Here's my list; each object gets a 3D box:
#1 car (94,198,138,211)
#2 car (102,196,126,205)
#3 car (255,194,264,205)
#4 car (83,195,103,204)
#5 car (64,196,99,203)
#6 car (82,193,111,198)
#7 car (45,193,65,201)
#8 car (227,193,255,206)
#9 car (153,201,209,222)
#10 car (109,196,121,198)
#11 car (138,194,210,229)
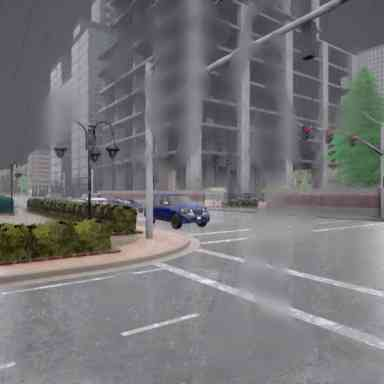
[{"bbox_3d":[-6.703,1.508,29.305,1.994,1.385,4.181,0,0,-37],"label":"car"},{"bbox_3d":[-13.356,1.436,56.684,2.128,1.511,4.902,0,0,-36],"label":"car"},{"bbox_3d":[9.469,1.114,52.359,1.905,1.878,3.866,0,0,-36],"label":"car"},{"bbox_3d":[-19.461,1.436,65.094,2.128,1.511,4.902,0,0,-36],"label":"car"},{"bbox_3d":[-12.406,1.470,37.189,1.812,1.442,4.674,0,0,-36],"label":"car"},{"bbox_3d":[-13.037,1.166,44.023,2.150,2.045,5.566,0,0,-36],"label":"car"},{"bbox_3d":[-18.690,1.163,45.871,2.150,2.045,5.566,0,0,-36],"label":"car"},{"bbox_3d":[7.080,1.114,50.644,1.905,1.878,3.866,0,0,-36],"label":"car"},{"bbox_3d":[-1.053,1.492,27.503,2.033,1.411,5.357,0,0,-36],"label":"car"},{"bbox_3d":[-6.917,1.470,35.596,1.812,1.442,4.674,0,0,-36],"label":"car"},{"bbox_3d":[-1.154,1.166,21.707,2.150,2.045,5.566,0,0,-35],"label":"car"}]
